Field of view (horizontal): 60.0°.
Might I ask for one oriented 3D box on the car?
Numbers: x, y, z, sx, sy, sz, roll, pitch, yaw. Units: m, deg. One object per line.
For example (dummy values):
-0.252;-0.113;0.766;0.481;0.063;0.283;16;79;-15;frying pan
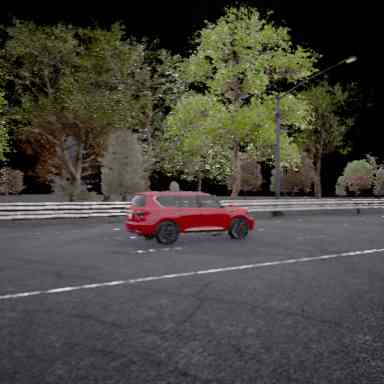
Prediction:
-0.043;1.004;14.176;5.566;2.045;2.150;0;0;-27;car
